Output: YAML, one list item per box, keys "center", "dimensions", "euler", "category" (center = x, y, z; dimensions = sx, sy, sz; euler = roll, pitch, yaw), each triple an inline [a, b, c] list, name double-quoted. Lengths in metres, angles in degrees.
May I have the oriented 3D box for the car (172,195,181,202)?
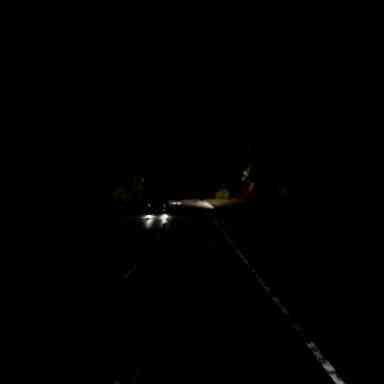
- center: [-3.459, 1.424, 76.109]
  dimensions: [2.128, 1.511, 4.902]
  euler: [0, 0, 0]
  category: "car"

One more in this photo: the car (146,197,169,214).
- center: [-3.576, 1.384, 35.360]
  dimensions: [2.097, 1.767, 4.553]
  euler: [0, 0, 0]
  category: "car"

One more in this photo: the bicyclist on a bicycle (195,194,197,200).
- center: [1.010, 1.361, 88.900]
  dimensions: [0.659, 1.776, 1.843]
  euler: [0, 0, 0]
  category: "bicyclist on a bicycle"
